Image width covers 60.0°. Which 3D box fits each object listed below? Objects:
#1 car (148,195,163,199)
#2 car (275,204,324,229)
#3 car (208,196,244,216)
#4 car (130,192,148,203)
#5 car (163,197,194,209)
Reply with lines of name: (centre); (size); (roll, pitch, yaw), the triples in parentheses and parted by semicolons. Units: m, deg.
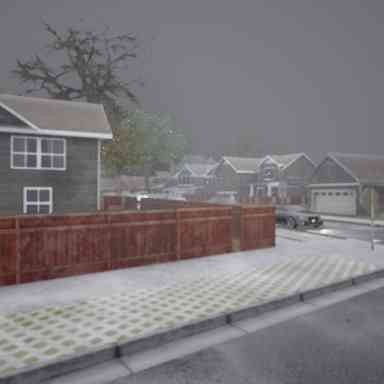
car: (-4.740, 1.369, 51.336); (1.895, 1.301, 4.718); (0, 0, -28)
car: (6.272, 1.472, 21.083); (1.994, 1.385, 4.181); (0, 0, -23)
car: (2.921, 1.217, 28.920); (2.097, 1.767, 4.553); (0, 0, -25)
car: (-9.523, 0.950, 60.010); (2.150, 2.045, 5.566); (0, 0, -30)
car: (-1.401, 1.342, 38.266); (1.812, 1.442, 4.674); (0, 0, -26)
